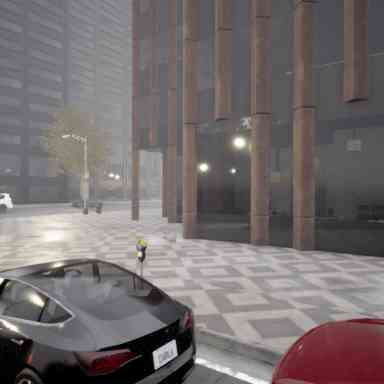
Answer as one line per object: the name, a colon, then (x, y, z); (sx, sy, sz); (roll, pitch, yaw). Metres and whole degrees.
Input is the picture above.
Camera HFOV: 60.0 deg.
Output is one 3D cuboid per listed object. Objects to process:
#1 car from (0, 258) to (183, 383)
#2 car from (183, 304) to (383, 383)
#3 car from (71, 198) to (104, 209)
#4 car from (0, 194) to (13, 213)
car: (-1.940, 1.566, 4.349); (4.313, 1.339, 1.947); (0, 0, 36)
car: (2.646, 1.315, 1.072); (5.009, 1.841, 2.192); (0, 0, 36)
car: (-13.868, 1.493, 44.273); (1.994, 1.385, 4.181); (0, 0, 35)
car: (-21.299, 1.178, 33.820); (2.150, 2.045, 5.566); (0, 0, 35)
